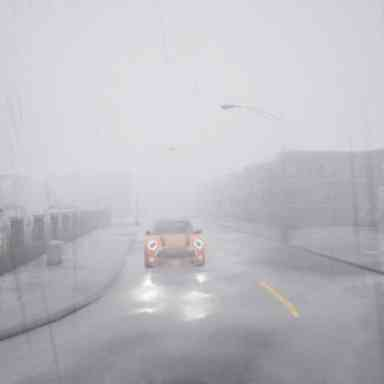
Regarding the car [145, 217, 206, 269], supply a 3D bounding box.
[{"bbox_3d":[-0.734,1.855,13.217,2.097,1.767,4.553,0,-2,-6],"label":"car"}]
